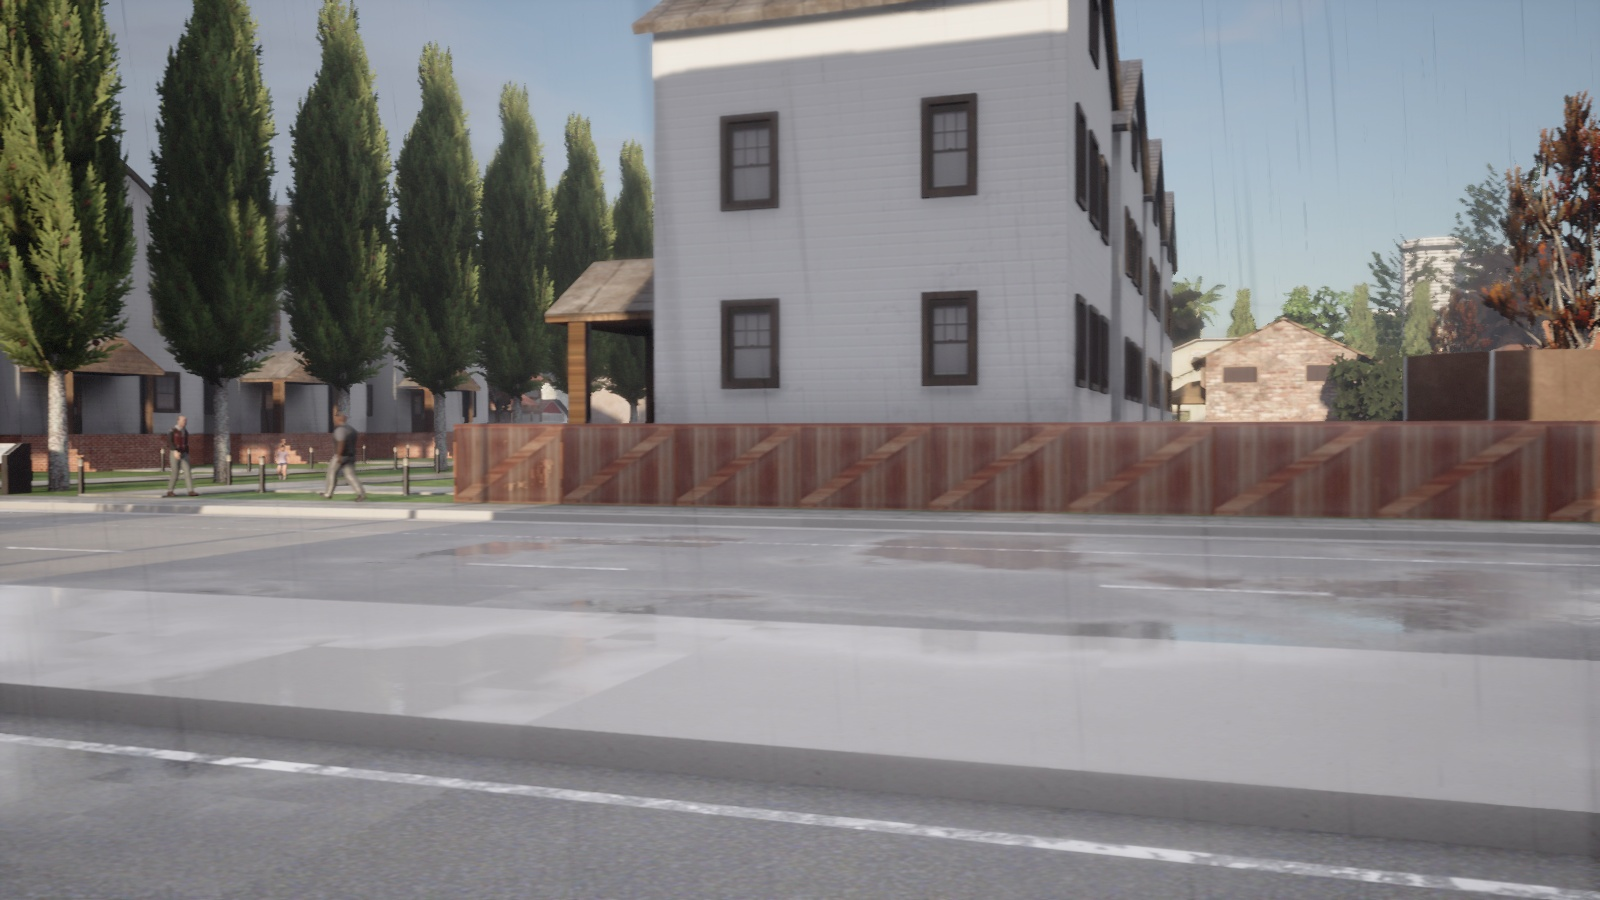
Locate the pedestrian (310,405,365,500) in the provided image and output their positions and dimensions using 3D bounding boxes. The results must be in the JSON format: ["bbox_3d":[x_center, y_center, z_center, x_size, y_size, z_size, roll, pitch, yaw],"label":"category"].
[{"bbox_3d":[-9.249,0.043,25.127,0.849,1.883,0.563,1,1,18],"label":"pedestrian"}]

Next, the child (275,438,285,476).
[{"bbox_3d":[-15.485,0.209,37.408,0.255,1.110,0.394,0,1,-17],"label":"child"}]

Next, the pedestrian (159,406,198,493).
[{"bbox_3d":[-13.480,-0.017,27.250,0.720,1.854,0.376,1,1,24],"label":"pedestrian"}]
